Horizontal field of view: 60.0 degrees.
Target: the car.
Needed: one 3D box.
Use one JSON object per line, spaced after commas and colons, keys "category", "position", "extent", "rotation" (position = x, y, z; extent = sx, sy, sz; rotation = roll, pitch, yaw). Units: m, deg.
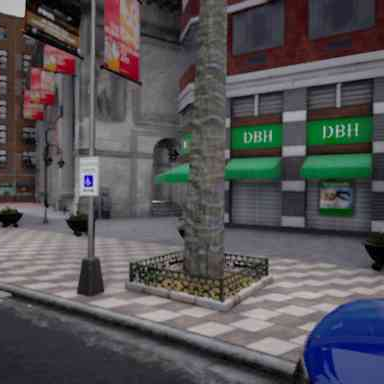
{"category": "car", "position": [3.066, 1.245, 1.045], "extent": [5.566, 2.045, 2.150], "rotation": [1, 1, 37]}
